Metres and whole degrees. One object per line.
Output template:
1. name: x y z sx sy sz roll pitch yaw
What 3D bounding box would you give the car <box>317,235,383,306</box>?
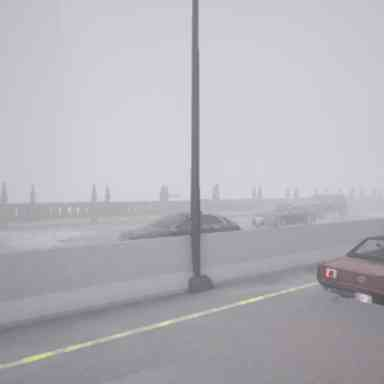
1. car: 4.875 1.602 7.222 4.718 1.301 1.895 0 0 -35

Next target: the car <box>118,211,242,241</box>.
1. car: -0.326 1.506 12.356 4.892 1.490 1.837 0 0 -35

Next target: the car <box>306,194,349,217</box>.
1. car: 11.578 1.227 29.423 5.566 2.045 2.150 0 0 -35

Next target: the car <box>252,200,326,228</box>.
1. car: 5.922 1.495 21.104 4.902 1.511 2.128 0 0 -35
